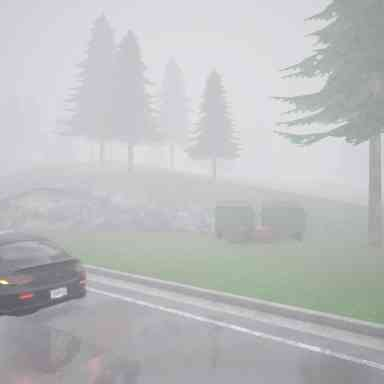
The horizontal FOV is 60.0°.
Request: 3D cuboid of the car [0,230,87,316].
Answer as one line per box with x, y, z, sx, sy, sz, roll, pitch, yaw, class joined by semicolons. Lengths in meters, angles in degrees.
-4.106;1.525;6.919;4.674;1.442;1.812;0;0;36;car
